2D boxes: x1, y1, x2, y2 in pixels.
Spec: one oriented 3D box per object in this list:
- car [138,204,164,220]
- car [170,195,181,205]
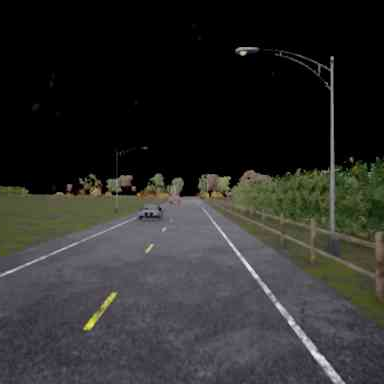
[{"bbox_3d":[-3.602,1.733,29.666,1.994,1.385,4.181,0,0,0],"label":"car"},{"bbox_3d":[-3.517,1.615,71.388,2.150,2.045,5.566,0,0,0],"label":"car"}]
